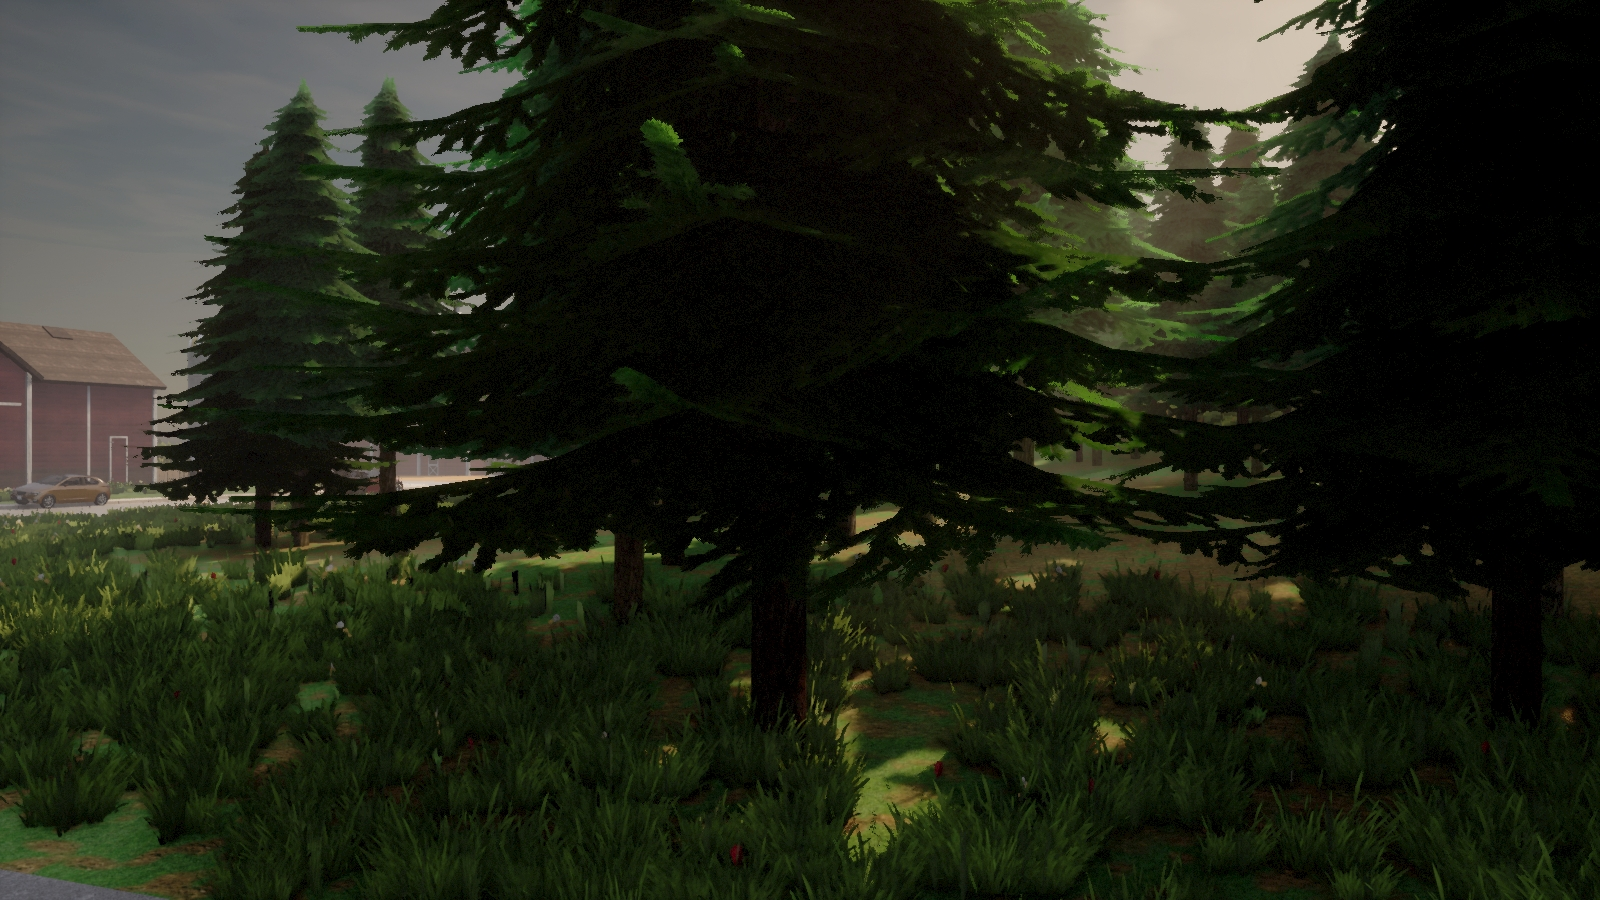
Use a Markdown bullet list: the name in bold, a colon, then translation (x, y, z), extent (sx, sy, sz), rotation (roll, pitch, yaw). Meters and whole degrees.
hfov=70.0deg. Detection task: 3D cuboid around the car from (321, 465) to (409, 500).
- **car**: translation (-24.056, 1.766, 63.428), extent (2.097, 1.767, 4.553), rotation (0, 0, 20)
